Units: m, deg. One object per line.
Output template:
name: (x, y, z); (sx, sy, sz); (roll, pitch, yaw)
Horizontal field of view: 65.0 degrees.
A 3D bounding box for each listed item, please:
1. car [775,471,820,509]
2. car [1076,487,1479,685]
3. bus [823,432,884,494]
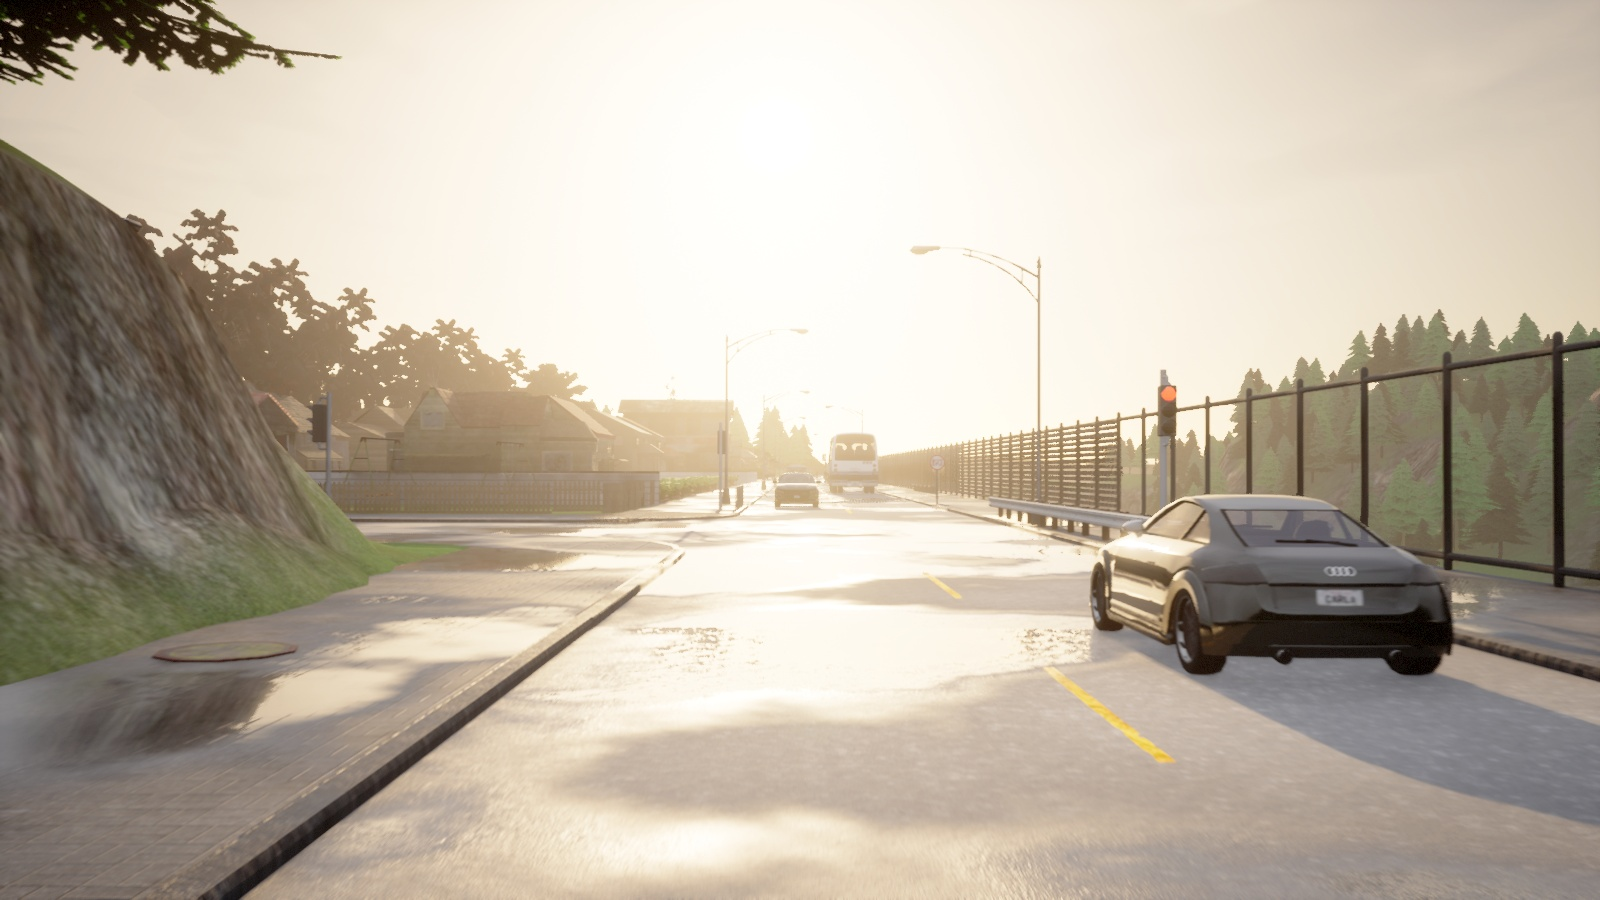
car: (-0.131, 1.716, 55.144); (1.882, 1.535, 5.008); (0, 0, 0)
car: (3.940, 1.051, 11.245); (1.994, 1.385, 4.181); (0, -1, 0)
bus: (3.773, 0.960, 91.793); (3.944, 4.253, 10.273); (0, -1, 0)
